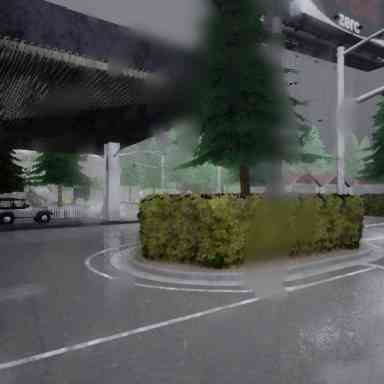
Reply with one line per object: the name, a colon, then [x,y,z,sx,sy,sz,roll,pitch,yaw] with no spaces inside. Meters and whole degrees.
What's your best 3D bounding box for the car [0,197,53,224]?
car: [-11.994,1.313,23.455,3.866,1.878,1.905,0,0,-36]
